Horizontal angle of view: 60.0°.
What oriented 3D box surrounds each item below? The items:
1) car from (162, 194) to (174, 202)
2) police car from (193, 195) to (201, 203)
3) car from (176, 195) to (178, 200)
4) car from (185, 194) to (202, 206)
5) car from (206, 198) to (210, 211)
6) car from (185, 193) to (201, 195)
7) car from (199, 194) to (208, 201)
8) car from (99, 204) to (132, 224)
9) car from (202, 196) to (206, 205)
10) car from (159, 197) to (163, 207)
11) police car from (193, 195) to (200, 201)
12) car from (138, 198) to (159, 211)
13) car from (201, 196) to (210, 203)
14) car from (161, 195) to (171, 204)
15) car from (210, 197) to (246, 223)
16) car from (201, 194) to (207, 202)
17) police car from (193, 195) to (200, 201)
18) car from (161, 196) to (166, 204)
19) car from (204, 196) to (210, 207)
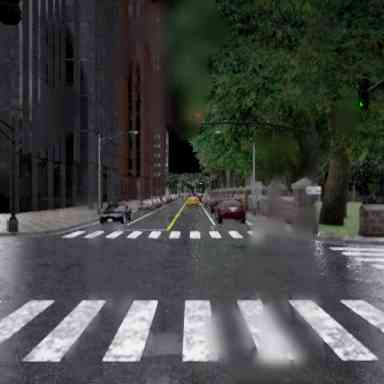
[{"bbox_3d":[-5.567,1.415,68.957,2.192,1.841,5.009,0,0,0],"label":"car"},{"bbox_3d":[1.117,1.540,76.057,1.930,1.638,5.238,0,0,0],"label":"police car"},{"bbox_3d":[-5.504,1.587,90.785,1.967,1.590,4.097,0,0,0],"label":"car"},{"bbox_3d":[0.207,1.554,55.319,1.882,1.535,5.008,0,0,0],"label":"car"},{"bbox_3d":[2.865,1.610,36.198,1.947,1.339,4.313,0,0,0],"label":"car"},{"bbox_3d":[0.186,1.316,65.446,2.150,2.045,5.566,0,0,0],"label":"car"},{"bbox_3d":[3.005,1.450,85.307,2.192,1.841,5.009,0,0,0],"label":"car"},{"bbox_3d":[-5.691,1.591,25.301,1.947,1.339,4.313,0,0,0],"label":"car"},{"bbox_3d":[2.896,1.613,47.111,2.008,1.369,4.403,0,0,0],"label":"car"},{"bbox_3d":[-5.629,1.644,47.129,1.802,1.307,4.206,0,0,0],"label":"car"},{"bbox_3d":[1.127,1.562,86.057,1.930,1.638,5.238,0,0,0],"label":"police car"},{"bbox_3d":[-5.645,1.604,41.672,2.008,1.369,4.403,0,0,0],"label":"car"},{"bbox_3d":[2.975,1.637,74.564,1.752,1.417,4.829,0,0,0],"label":"car"},{"bbox_3d":[-5.582,1.672,63.500,1.802,1.307,4.206,0,0,0],"label":"car"},{"bbox_3d":[2.834,1.341,25.286,2.192,1.841,5.009,0,0,0],"label":"car"},{"bbox_3d":[2.912,1.512,52.568,1.967,1.590,4.097,0,0,0],"label":"car"},{"bbox_3d":[1.162,1.575,92.057,1.930,1.638,5.238,0,0,0],"label":"police car"},{"bbox_3d":[-5.613,1.654,52.586,1.802,1.307,4.206,0,0,0],"label":"car"},{"bbox_3d":[2.881,1.604,41.655,2.008,1.369,4.403,0,0,0],"label":"car"}]
